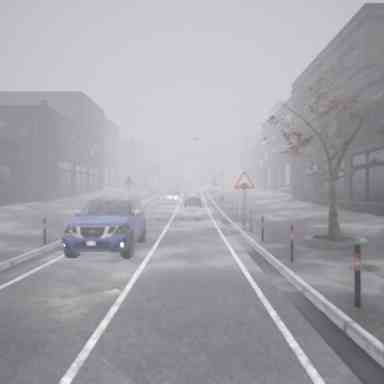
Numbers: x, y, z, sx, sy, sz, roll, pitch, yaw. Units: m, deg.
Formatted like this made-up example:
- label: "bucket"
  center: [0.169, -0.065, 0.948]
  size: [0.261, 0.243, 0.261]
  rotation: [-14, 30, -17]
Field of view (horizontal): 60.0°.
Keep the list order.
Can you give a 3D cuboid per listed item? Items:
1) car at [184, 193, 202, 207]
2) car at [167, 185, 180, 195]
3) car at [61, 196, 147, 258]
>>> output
- label: "car"
  center: [0.108, 0.792, 36.681]
  size: [1.812, 1.442, 4.674]
  rotation: [0, 3, 0]
- label: "car"
  center: [-2.998, -0.314, 54.939]
  size: [2.128, 1.511, 4.902]
  rotation: [0, 3, 1]
- label: "car"
  center: [-3.100, 1.192, 12.968]
  size: [2.150, 2.045, 5.566]
  rotation: [0, 1, 0]
